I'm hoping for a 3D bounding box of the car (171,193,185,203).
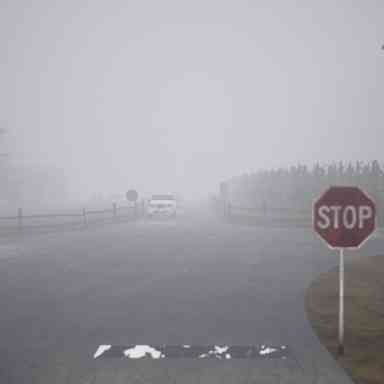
[{"bbox_3d":[-2.255,0.928,54.949,2.033,1.411,5.357,0,1,1],"label":"car"}]

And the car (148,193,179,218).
[{"bbox_3d":[-2.517,1.094,29.289,2.150,2.045,5.566,0,1,0],"label":"car"}]

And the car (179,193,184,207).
[{"bbox_3d":[-2.426,1.259,40.429,2.033,1.411,5.357,0,1,1],"label":"car"}]
